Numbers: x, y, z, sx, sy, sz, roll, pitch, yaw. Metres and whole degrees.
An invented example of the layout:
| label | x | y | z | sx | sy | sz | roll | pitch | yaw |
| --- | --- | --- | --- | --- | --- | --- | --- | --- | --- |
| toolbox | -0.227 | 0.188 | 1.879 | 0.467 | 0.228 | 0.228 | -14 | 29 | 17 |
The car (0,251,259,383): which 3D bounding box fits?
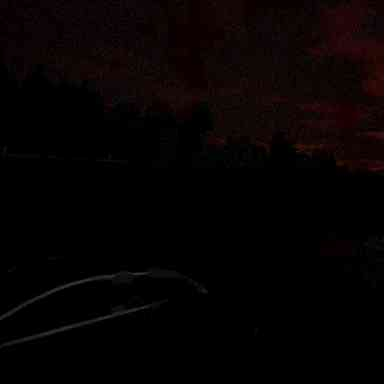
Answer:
| label | x | y | z | sx | sy | sz | roll | pitch | yaw |
| --- | --- | --- | --- | --- | --- | --- | --- | --- | --- |
| car | -1.441 | 1.490 | 3.579 | 4.902 | 1.511 | 2.128 | 0 | 0 | -36 |
